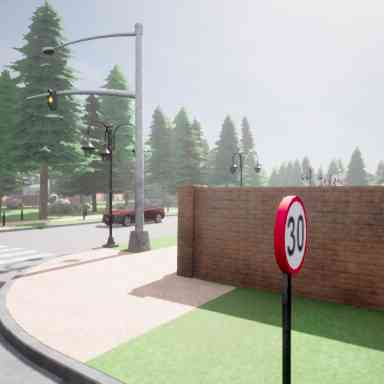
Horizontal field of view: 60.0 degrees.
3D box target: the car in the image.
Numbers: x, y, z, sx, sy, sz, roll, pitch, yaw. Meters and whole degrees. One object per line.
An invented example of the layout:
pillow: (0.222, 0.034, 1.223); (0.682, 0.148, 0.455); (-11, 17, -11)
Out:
car: (-3.956, 1.464, 23.097); (1.882, 1.535, 5.008); (0, 0, 34)
